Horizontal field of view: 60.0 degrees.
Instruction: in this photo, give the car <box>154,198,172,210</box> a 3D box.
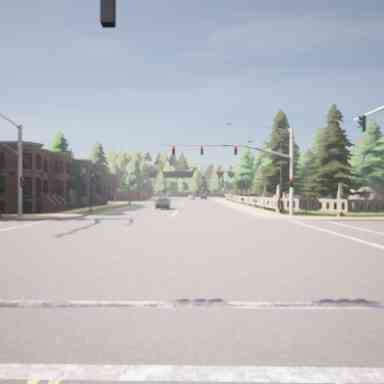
[{"bbox_3d":[-3.650,1.513,42.369,1.837,1.490,4.892,0,0,0],"label":"car"}]
